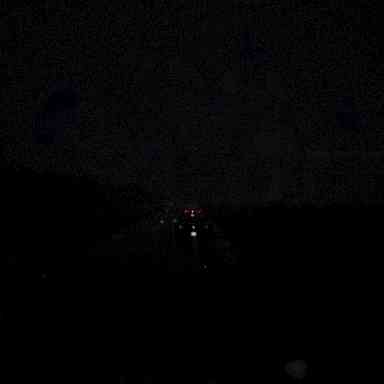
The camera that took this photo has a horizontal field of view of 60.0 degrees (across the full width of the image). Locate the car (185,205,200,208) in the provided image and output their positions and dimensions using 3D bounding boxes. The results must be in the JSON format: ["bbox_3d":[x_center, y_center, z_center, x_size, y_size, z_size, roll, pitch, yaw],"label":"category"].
[{"bbox_3d":[0.063,2.001,34.627,1.895,1.301,4.718,0,-1,0],"label":"car"}]

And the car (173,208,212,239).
[{"bbox_3d":[0.080,1.804,18.723,1.895,1.301,4.718,0,-1,0],"label":"car"}]

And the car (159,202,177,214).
[{"bbox_3d":[-2.886,2.023,41.841,1.812,1.442,4.674,0,-1,0],"label":"car"}]
